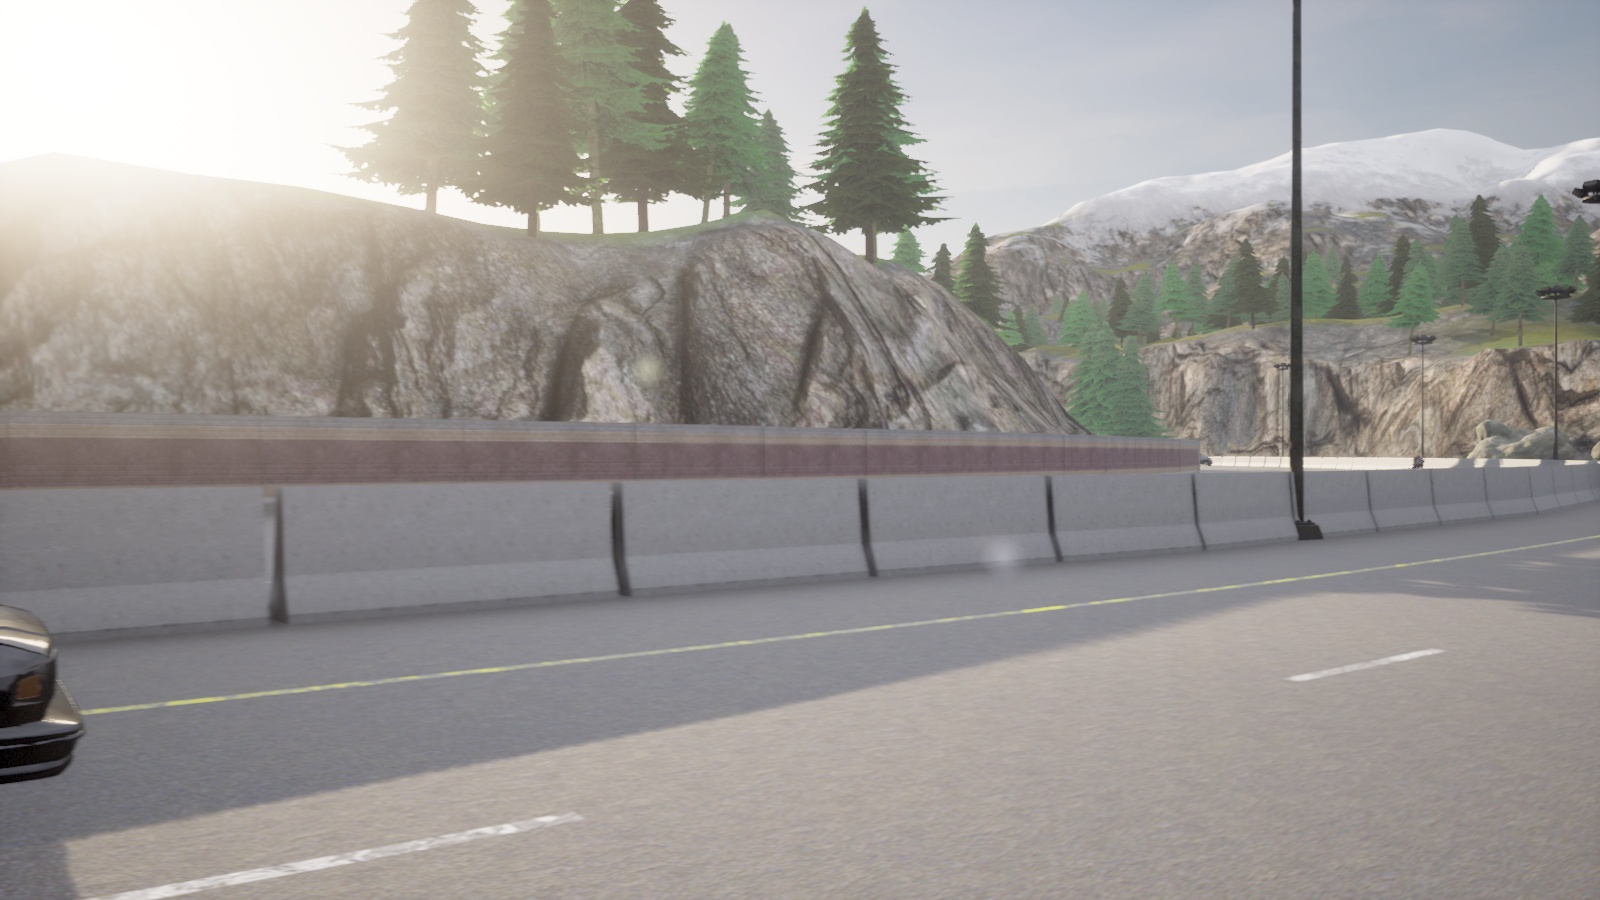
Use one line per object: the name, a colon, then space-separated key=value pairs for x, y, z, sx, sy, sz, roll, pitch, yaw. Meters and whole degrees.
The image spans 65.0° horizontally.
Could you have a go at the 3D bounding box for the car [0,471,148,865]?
car: x=-5.299 y=0.814 z=4.144 sx=5.357 sy=1.411 sz=2.033 roll=0 pitch=0 yaw=-35
